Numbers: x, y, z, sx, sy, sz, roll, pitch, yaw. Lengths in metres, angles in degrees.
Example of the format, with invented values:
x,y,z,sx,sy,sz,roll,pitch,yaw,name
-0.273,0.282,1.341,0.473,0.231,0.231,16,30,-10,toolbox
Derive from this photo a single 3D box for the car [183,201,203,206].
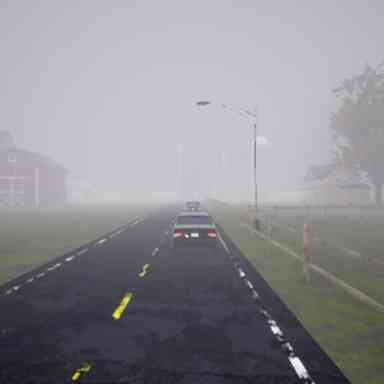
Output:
x,y,z,sx,sy,sz,roll,pitch,yaw,name
0.098,1.583,33.056,2.033,1.411,5.357,0,0,0,car

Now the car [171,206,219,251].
x,y,z,sx,sy,sz,roll,pitch,yaw,name
0.096,1.562,14.205,2.033,1.411,5.357,0,0,0,car
